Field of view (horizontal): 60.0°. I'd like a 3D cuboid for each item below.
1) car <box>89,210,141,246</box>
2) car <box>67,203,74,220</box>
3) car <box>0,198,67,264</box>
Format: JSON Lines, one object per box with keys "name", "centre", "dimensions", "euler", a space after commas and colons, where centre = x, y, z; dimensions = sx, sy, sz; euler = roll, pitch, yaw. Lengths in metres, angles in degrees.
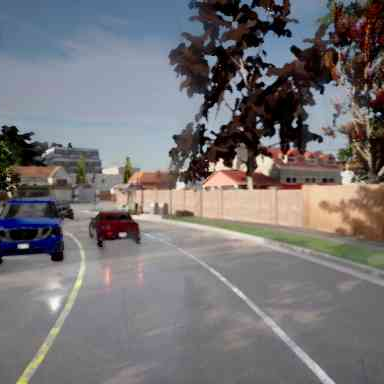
{"name": "car", "centre": [-3.654, 1.551, 15.446], "dimensions": [1.812, 1.442, 4.674], "euler": [-1, 0, -23]}
{"name": "car", "centre": [-11.420, 1.605, 28.223], "dimensions": [1.837, 1.490, 4.892], "euler": [-1, 0, -35]}
{"name": "car", "centre": [-5.929, 1.260, 12.364], "dimensions": [2.150, 2.045, 5.566], "euler": [-1, 0, -21]}
